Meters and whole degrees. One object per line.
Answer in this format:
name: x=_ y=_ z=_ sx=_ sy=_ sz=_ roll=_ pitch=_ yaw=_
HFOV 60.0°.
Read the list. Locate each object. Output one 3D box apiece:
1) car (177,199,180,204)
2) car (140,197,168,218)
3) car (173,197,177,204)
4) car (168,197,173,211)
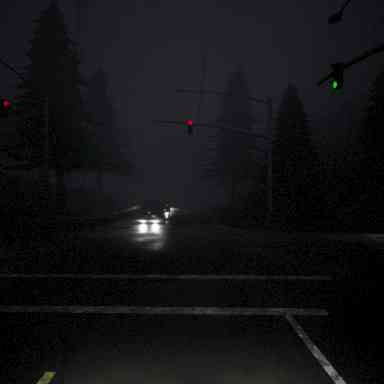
car: x=-4.099 y=1.564 z=61.619 sx=1.994 sy=1.385 sz=4.181 roll=0 pitch=0 yaw=-39
car: x=-3.653 y=1.491 z=30.775 sx=2.128 sy=1.511 sz=4.902 roll=0 pitch=0 yaw=0
car: x=-3.937 y=1.491 z=50.429 sx=2.128 sy=1.511 sz=4.902 roll=0 pitch=0 yaw=-7
car: x=-3.648 y=1.478 z=40.278 sx=1.882 sy=1.535 sz=5.008 roll=0 pitch=0 yaw=0
